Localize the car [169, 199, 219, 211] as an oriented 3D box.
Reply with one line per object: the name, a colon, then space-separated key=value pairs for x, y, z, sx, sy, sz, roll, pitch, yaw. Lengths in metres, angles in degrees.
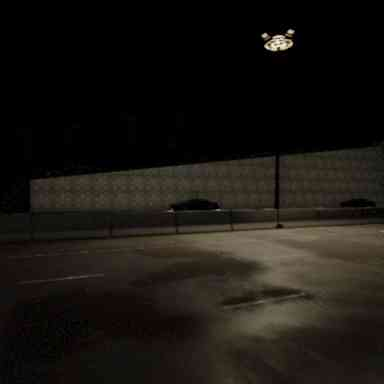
car: x=0.313 y=1.435 z=35.620 sx=5.357 sy=1.411 sz=2.033 roll=0 pitch=0 yaw=-26

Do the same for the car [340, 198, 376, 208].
car: x=23.541 y=1.618 z=46.999 sx=5.357 sy=1.411 sz=2.033 roll=0 pitch=0 yaw=-26
